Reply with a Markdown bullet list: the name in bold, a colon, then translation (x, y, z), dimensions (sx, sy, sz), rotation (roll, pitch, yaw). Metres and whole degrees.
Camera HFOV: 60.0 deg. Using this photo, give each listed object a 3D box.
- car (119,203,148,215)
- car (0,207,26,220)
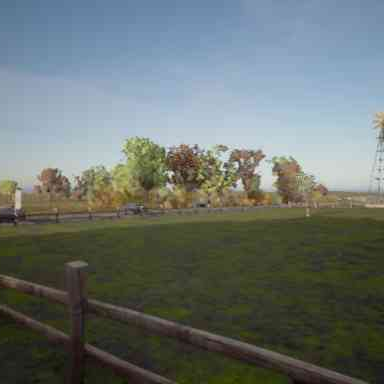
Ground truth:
- **car**: translation (-8.228, 2.333, 46.249), dimensions (1.837, 1.490, 4.892), rotation (0, -1, 36)
- **car**: translation (-18.382, 2.142, 32.065), dimensions (1.994, 1.385, 4.181), rotation (0, -1, 36)
